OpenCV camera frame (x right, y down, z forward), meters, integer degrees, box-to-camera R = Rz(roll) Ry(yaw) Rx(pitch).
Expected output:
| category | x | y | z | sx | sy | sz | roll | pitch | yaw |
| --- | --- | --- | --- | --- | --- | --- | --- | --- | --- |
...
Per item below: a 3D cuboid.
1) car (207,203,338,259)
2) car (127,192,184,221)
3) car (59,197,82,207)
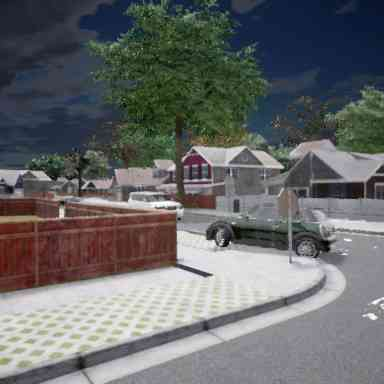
| category | x | y | z | sx | sy | sz | roll | pitch | yaw |
| --- | --- | --- | --- | --- | --- | --- | --- | --- | --- |
| car | 2.814 | 1.198 | 12.146 | 4.553 | 1.767 | 2.097 | 3 | 0 | 33 |
| car | -2.801 | 1.020 | 24.091 | 2.150 | 2.045 | 5.566 | -1 | 1 | -35 |
| car | -15.605 | 1.254 | 42.664 | 1.895 | 1.301 | 4.718 | -1 | 1 | -33 |
